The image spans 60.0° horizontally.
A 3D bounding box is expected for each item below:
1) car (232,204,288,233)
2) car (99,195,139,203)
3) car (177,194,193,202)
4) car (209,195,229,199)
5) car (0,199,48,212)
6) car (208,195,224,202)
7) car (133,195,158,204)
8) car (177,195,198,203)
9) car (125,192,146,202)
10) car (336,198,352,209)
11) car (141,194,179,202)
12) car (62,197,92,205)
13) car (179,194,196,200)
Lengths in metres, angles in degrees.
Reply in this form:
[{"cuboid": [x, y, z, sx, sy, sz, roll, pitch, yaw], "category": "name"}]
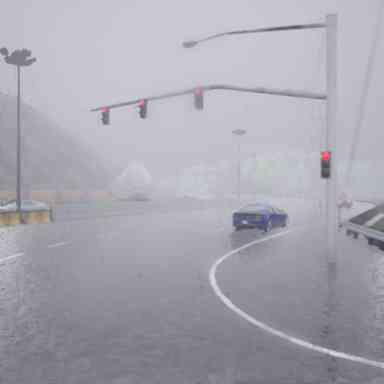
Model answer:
[{"cuboid": [4.087, 1.428, 19.397, 1.882, 1.535, 5.008, 0, 0, 33], "category": "car"}, {"cuboid": [-9.846, 1.420, 43.174, 2.033, 1.411, 5.357, 0, 0, 34], "category": "car"}, {"cuboid": [-1.546, 1.262, 72.382, 1.882, 1.535, 5.008, 0, 0, 20], "category": "car"}, {"cuboid": [5.498, 1.335, 61.644, 2.128, 1.511, 4.902, 0, 0, 25], "category": "car"}, {"cuboid": [-15.003, 1.430, 29.170, 1.812, 1.442, 4.674, 0, 1, 34], "category": "car"}, {"cuboid": [5.003, 1.346, 69.888, 2.128, 1.511, 4.902, 0, 0, 20], "category": "car"}, {"cuboid": [-8.098, 1.360, 58.573, 1.812, 1.442, 4.674, 0, 0, 32], "category": "car"}, {"cuboid": [-0.819, 1.321, 64.435, 2.128, 1.511, 4.902, 0, 0, 25], "category": "car"}, {"cuboid": [-9.040, 1.078, 50.628, 2.150, 2.045, 5.566, 0, 0, 34], "category": "car"}, {"cuboid": [19.900, 1.430, 43.786, 1.812, 1.442, 4.674, 0, 0, 31], "category": "car"}, {"cuboid": [-4.283, 1.400, 45.231, 1.812, 1.442, 4.674, 0, 0, 34], "category": "car"}, {"cuboid": [-16.031, 1.421, 46.500, 1.994, 1.385, 4.181, 0, 0, 34], "category": "car"}, {"cuboid": [-1.516, 1.342, 56.011, 2.128, 1.511, 4.902, 0, 0, 31], "category": "car"}]
